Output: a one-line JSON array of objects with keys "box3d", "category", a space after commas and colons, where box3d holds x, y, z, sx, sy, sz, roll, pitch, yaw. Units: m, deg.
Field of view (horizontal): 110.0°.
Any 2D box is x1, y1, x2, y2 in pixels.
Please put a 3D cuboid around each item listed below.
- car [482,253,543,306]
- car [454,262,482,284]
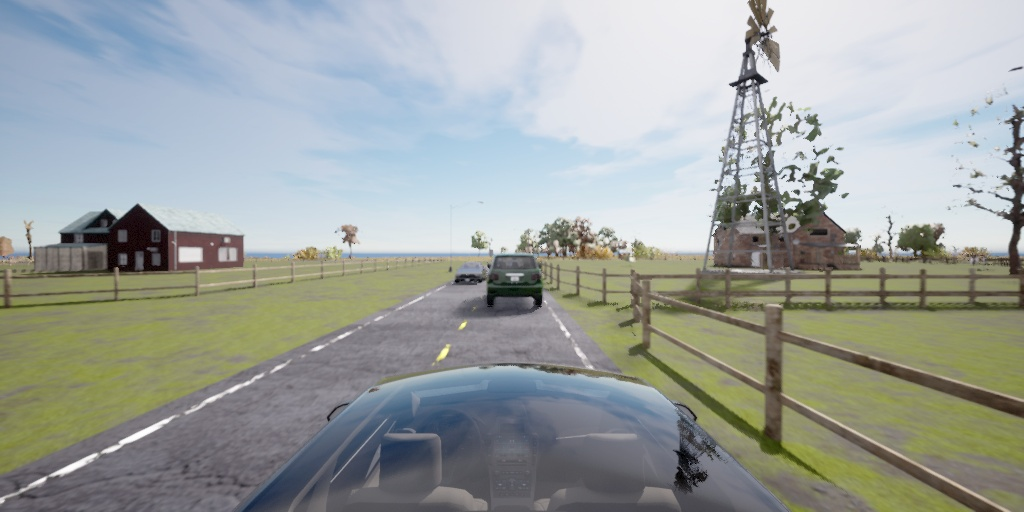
[{"box3d": [0.101, 0.884, 15.377, 2.150, 2.045, 5.566, 0, 0, 0], "category": "car"}, {"box3d": [-2.847, 1.143, 25.549, 2.033, 1.411, 5.357, 0, 0, 0], "category": "car"}]
